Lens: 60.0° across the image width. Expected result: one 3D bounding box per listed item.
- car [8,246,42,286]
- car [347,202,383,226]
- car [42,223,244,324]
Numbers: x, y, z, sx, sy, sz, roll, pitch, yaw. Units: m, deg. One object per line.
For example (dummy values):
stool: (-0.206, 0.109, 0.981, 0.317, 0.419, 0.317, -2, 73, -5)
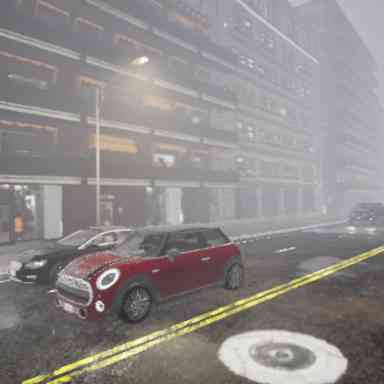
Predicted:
car: (-2.908, 1.848, 10.333, 2.128, 1.511, 4.902, -2, -2, 44)
car: (16.326, 1.951, 30.916, 2.150, 2.045, 5.566, -2, -3, 42)
car: (-0.765, 1.608, 7.885, 2.097, 1.767, 4.553, -2, -2, 44)
